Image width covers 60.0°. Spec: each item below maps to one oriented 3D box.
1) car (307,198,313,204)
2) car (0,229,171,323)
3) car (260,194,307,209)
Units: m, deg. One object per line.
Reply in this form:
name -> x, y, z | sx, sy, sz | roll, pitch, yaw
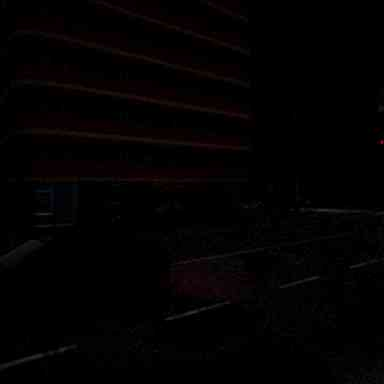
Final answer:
car -> 13.485, 1.000, 44.005 | 1.895, 1.301, 4.718 | -1, 1, -36
car -> -2.606, 1.502, 6.412 | 4.674, 1.442, 1.812 | -1, 1, -36
car -> 9.761, 1.008, 36.971 | 2.128, 1.511, 4.902 | -1, 1, -36
